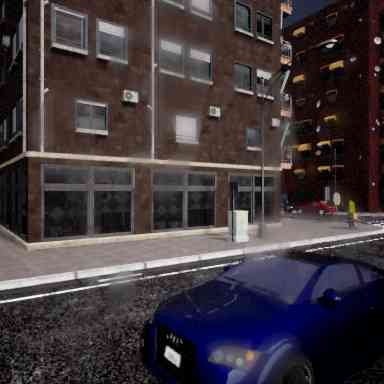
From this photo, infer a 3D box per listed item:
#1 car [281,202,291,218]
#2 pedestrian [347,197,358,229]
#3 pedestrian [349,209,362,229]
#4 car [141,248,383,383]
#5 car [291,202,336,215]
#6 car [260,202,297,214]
[{"bbox_3d":[7.191,1.862,32.714,1.802,1.307,4.206,-1,0,-36],"label":"car"},{"bbox_3d":[8.884,1.143,18.617,0.375,1.860,0.375,0,0,-36],"label":"pedestrian"},{"bbox_3d":[9.365,1.523,19.072,0.500,1.100,0.500,0,0,-36],"label":"pedestrian"},{"bbox_3d":[1.415,1.564,4.697,4.181,1.385,1.994,0,0,-36],"label":"car"},{"bbox_3d":[13.955,1.828,37.604,1.887,1.381,4.507,-1,0,-36],"label":"car"},{"bbox_3d":[10.837,1.920,41.916,1.947,1.339,4.313,-1,0,-36],"label":"car"}]
